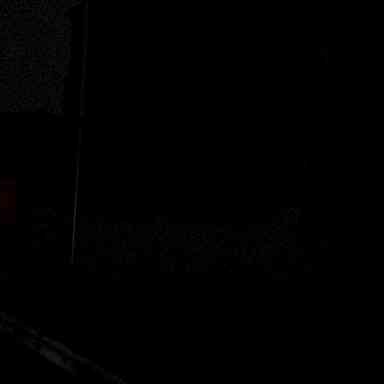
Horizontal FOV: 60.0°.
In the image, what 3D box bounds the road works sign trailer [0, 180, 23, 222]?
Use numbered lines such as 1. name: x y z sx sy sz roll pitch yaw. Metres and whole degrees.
1. road works sign trailer: -10.925 0.514 17.091 2.880 2.380 3.560 3 3 -7
